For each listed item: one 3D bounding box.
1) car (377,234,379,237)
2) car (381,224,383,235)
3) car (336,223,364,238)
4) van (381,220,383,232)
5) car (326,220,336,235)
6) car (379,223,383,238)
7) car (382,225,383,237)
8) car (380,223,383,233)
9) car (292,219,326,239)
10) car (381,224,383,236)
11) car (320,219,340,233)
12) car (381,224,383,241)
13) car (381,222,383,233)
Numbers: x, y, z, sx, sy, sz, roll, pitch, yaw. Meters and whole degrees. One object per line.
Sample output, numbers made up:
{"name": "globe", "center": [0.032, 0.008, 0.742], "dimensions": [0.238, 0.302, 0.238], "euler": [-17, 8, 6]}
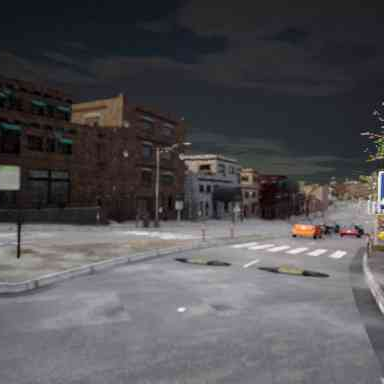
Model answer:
{"name": "car", "center": [21.731, 4.268, 33.491], "dimensions": [5.366, 1.575, 1.946], "euler": [1, -4, 29]}
{"name": "car", "center": [29.940, 5.541, 47.783], "dimensions": [4.792, 1.488, 2.163], "euler": [1, -4, 29]}
{"name": "car", "center": [18.018, 4.423, 37.826], "dimensions": [1.994, 1.385, 4.181], "euler": [1, -4, 29]}
{"name": "van", "center": [35.178, 6.037, 57.473], "dimensions": [4.442, 1.987, 1.878], "euler": [1, -3, 29]}
{"name": "car", "center": [15.471, 4.342, 39.907], "dimensions": [2.128, 1.511, 4.902], "euler": [1, -4, 30]}
{"name": "car", "center": [17.879, 3.608, 26.207], "dimensions": [5.008, 1.535, 2.097], "euler": [1, -4, 29]}
{"name": "car", "center": [25.899, 4.948, 40.598], "dimensions": [4.674, 1.452, 2.002], "euler": [1, -4, 29]}
{"name": "car", "center": [33.925, 6.083, 55.004], "dimensions": [4.892, 1.521, 2.231], "euler": [1, -3, 29]}
{"name": "car", "center": [11.088, 3.469, 31.821], "dimensions": [2.097, 1.767, 4.553], "euler": [1, -4, 29]}
{"name": "car", "center": [28.552, 5.345, 45.414], "dimensions": [4.792, 1.488, 2.163], "euler": [1, -4, 29]}
{"name": "car", "center": [19.850, 4.885, 47.783], "dimensions": [2.097, 1.767, 4.553], "euler": [1, -4, 29]}
{"name": "car", "center": [16.541, 3.382, 23.809], "dimensions": [4.892, 1.521, 2.231], "euler": [1, -4, 29]}
{"name": "car", "center": [32.632, 5.780, 52.733], "dimensions": [4.553, 1.767, 2.185], "euler": [1, -3, 29]}
